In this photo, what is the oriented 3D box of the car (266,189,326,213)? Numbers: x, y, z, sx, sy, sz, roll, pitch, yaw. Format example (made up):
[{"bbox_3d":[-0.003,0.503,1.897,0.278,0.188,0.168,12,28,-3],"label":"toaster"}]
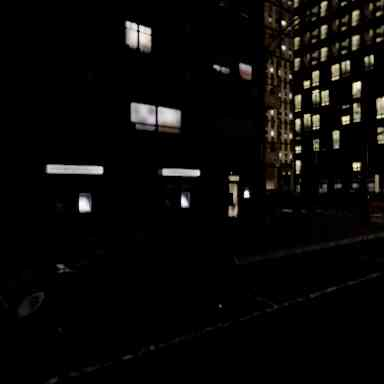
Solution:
[{"bbox_3d":[7.618,0.684,26.737,2.192,1.841,5.009,0,1,-36],"label":"car"}]

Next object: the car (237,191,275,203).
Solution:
[{"bbox_3d":[7.747,0.622,40.689,1.947,1.339,4.313,0,1,-36],"label":"car"}]

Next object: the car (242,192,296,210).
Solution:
[{"bbox_3d":[7.211,0.763,31.630,1.837,1.490,4.892,-1,2,-36],"label":"car"}]

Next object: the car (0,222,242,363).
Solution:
[{"bbox_3d":[-1.121,1.404,5.776,4.097,1.590,1.967,-1,1,-36],"label":"car"}]

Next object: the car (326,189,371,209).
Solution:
[{"bbox_3d":[14.329,0.580,31.753,2.192,1.841,5.009,0,1,-36],"label":"car"}]
